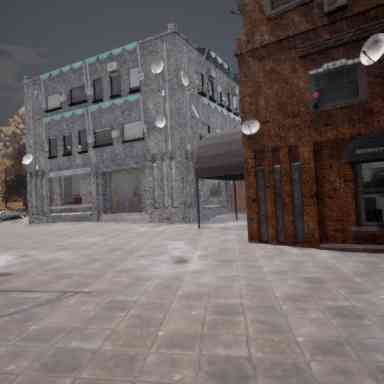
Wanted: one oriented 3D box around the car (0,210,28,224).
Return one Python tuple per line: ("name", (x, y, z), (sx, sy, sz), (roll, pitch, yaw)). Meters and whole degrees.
("car", (-22.238, 2.964, 40.026), (2.128, 1.511, 4.902), (-4, 2, 29))
